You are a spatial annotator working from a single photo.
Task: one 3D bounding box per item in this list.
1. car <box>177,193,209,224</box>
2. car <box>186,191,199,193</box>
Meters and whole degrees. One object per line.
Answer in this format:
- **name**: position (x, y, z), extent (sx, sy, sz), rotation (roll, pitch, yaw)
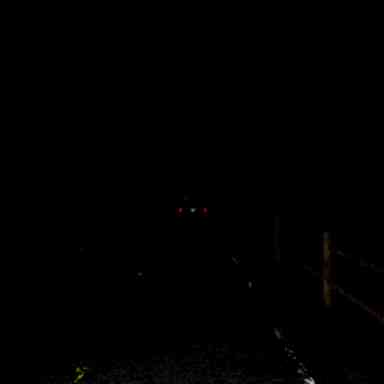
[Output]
- **car**: position (0.061, 1.192, 23.279), extent (2.097, 1.767, 4.553), rotation (0, 0, 0)
- **car**: position (0.032, 0.939, 40.942), extent (2.150, 2.045, 5.566), rotation (0, 1, 0)
